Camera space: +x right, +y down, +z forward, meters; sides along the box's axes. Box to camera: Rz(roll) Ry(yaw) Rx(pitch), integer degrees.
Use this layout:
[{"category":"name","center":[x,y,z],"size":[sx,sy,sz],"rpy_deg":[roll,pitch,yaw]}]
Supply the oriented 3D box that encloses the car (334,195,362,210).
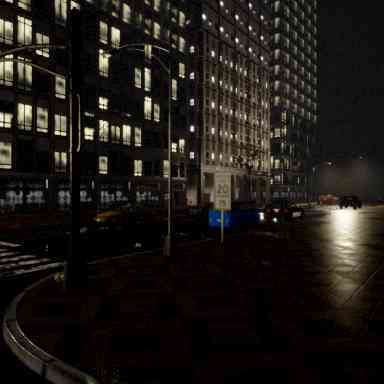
[{"category":"car","center":[21.195,1.369,44.494],"size":[2.192,1.841,5.009],"rpy_deg":[0,0,38]}]

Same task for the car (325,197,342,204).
[{"category":"car","center":[28.527,1.625,66.936],"size":[2.008,1.369,4.403],"rpy_deg":[0,0,38]}]

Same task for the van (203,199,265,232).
[{"category":"van","center":[2.656,1.368,20.230],"size":[1.690,1.788,3.998],"rpy_deg":[0,0,38]}]

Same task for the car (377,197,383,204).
[{"category":"car","center":[38.164,1.659,66.536],"size":[1.947,1.339,4.313],"rpy_deg":[0,0,38]}]

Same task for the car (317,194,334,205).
[{"category":"car","center":[25.133,1.381,62.528],"size":[2.192,1.841,5.009],"rpy_deg":[0,0,38]}]

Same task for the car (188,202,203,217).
[{"category":"car","center":[1.375,1.604,31.667],"size":[1.802,1.307,4.206],"rpy_deg":[0,0,38]}]

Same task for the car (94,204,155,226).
[{"category":"car","center":[-4.734,1.540,23.944],"size":[1.752,1.417,4.829],"rpy_deg":[0,0,38]}]

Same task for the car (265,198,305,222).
[{"category":"car","center":[7.619,1.473,26.859],"size":[1.967,1.590,4.097],"rpy_deg":[0,0,38]}]
